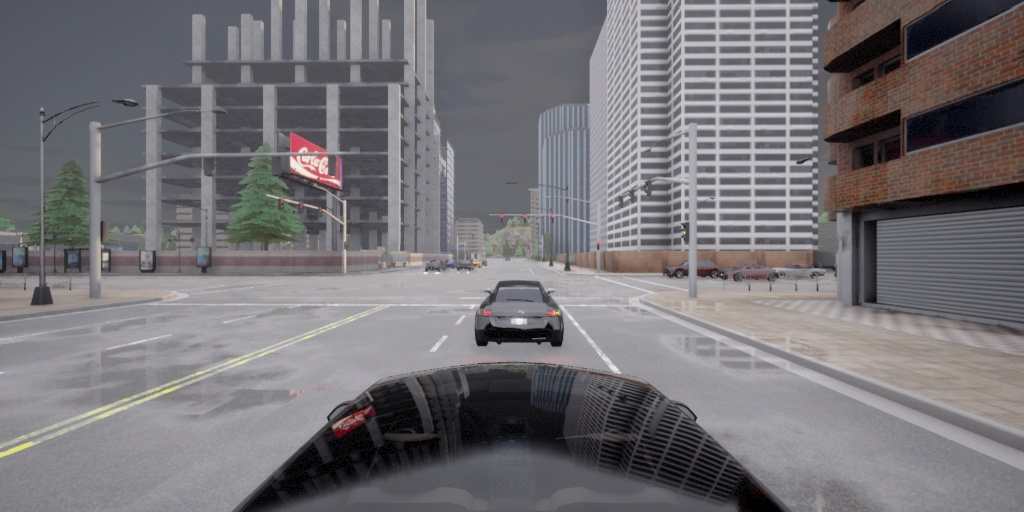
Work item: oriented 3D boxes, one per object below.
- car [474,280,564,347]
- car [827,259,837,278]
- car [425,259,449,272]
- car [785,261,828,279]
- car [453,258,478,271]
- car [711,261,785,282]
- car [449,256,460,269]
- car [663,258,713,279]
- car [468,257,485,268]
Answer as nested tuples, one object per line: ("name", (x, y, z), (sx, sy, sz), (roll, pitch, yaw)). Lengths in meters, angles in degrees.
("car", (0.192, 1.313, 9.372), (1.994, 1.385, 4.181), (0, 0, 1))
("car", (28.691, 1.223, 28.597), (5.008, 1.535, 1.882), (0, 0, 1))
("car", (-9.820, 1.247, 46.191), (1.837, 1.490, 4.892), (0, 0, 1))
("car", (25.074, 1.345, 32.153), (4.718, 1.301, 1.895), (0, 0, 1))
("car", (-6.269, 1.289, 49.073), (2.033, 1.411, 5.357), (0, 0, 1))
("car", (18.805, 1.309, 28.738), (4.181, 1.385, 1.994), (0, 0, 1))
("car", (-9.641, 1.218, 55.685), (1.882, 1.535, 5.008), (0, 0, 1))
("car", (16.081, 1.096, 32.273), (4.553, 1.767, 2.097), (0, 0, 1))
("car", (-6.066, 1.217, 59.381), (1.882, 1.535, 5.008), (0, 0, 1))
